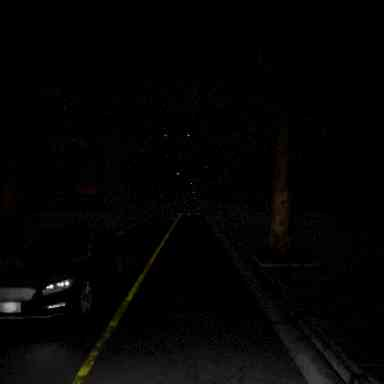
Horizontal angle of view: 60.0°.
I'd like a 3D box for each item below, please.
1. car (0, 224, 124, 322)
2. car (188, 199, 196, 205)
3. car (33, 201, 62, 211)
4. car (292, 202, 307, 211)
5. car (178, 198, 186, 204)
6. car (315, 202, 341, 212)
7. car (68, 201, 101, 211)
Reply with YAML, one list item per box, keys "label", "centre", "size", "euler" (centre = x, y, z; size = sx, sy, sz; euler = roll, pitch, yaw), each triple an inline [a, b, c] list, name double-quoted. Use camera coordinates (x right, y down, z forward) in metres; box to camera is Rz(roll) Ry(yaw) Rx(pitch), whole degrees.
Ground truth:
- label: "car"
  centre: [-2.849, 1.557, 7.657]
  size: [2.128, 1.511, 4.902]
  euler: [0, 0, 0]
- label: "car"
  centre: [0.013, 2.510, 84.514]
  size: [1.812, 1.442, 4.674]
  euler: [0, -1, 0]
- label: "car"
  centre: [-20.915, 1.907, 46.697]
  size: [4.829, 1.417, 1.752]
  euler: [0, -1, 0]
- label: "car"
  centre: [13.964, 2.042, 46.897]
  size: [4.403, 1.369, 2.008]
  euler: [0, -1, 0]
- label: "car"
  centre: [-2.735, 2.345, 92.467]
  size: [2.097, 1.767, 4.553]
  euler: [0, -1, 0]
- label: "car"
  centre: [19.640, 2.081, 46.929]
  size: [4.313, 1.339, 1.947]
  euler: [0, -1, 0]
- label: "car"
  centre: [-15.066, 1.940, 46.731]
  size: [4.507, 1.381, 1.887]
  euler: [0, -1, 0]
